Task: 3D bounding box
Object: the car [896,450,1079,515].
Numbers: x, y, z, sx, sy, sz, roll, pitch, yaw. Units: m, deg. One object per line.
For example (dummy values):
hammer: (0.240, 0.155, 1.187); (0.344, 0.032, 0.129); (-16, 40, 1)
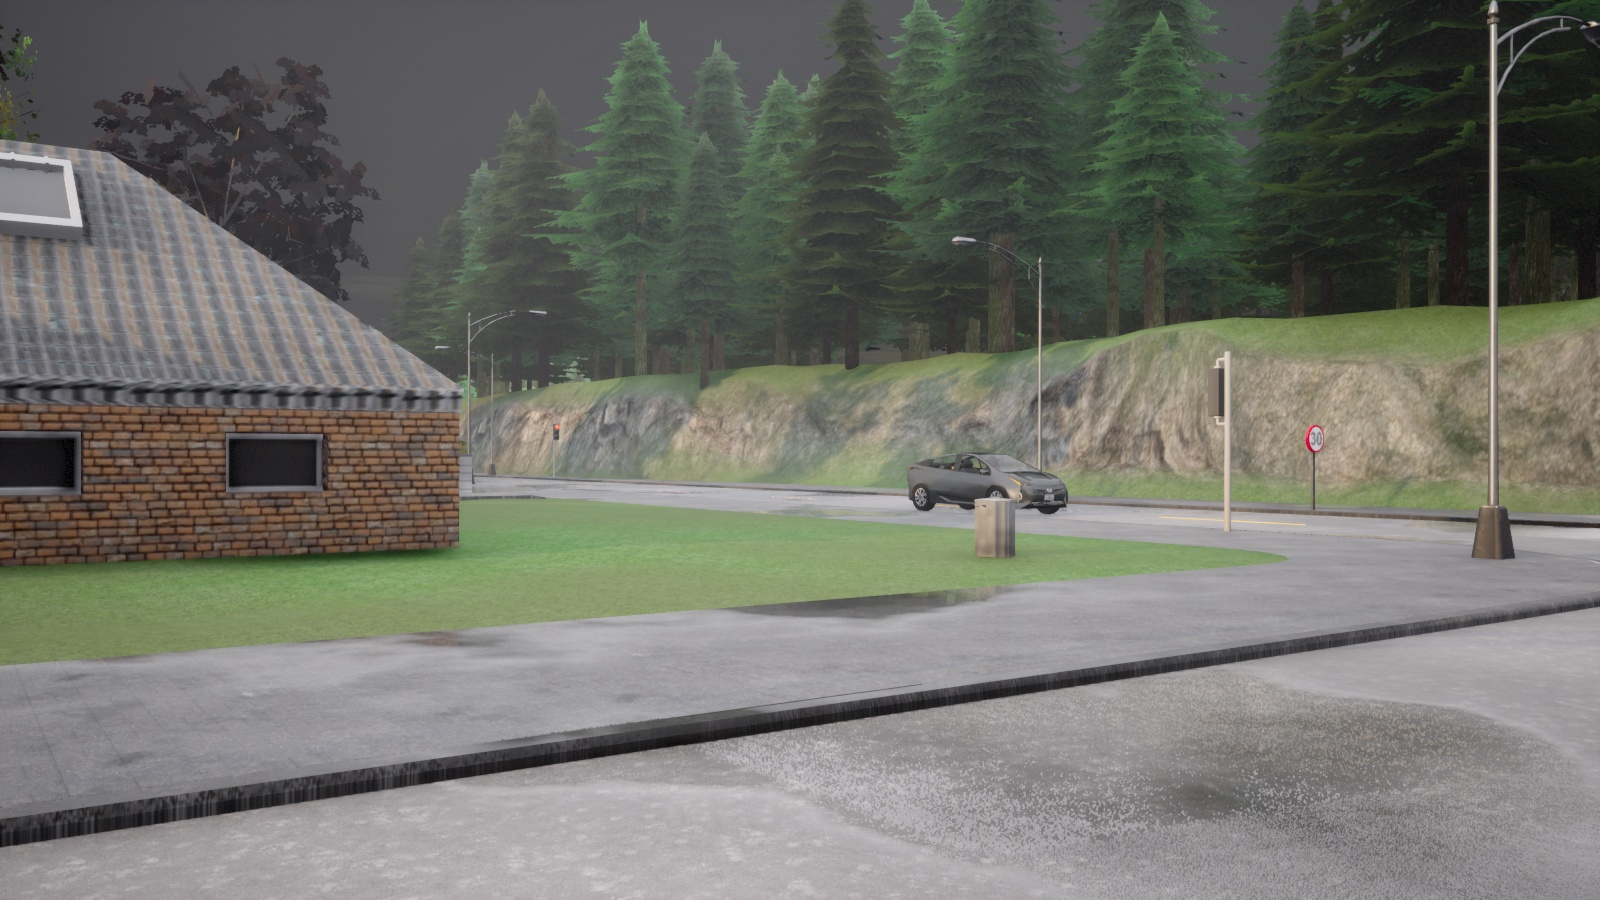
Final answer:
car: (4.616, 0.759, 31.520); (2.007, 1.525, 4.514); (0, 0, -35)
